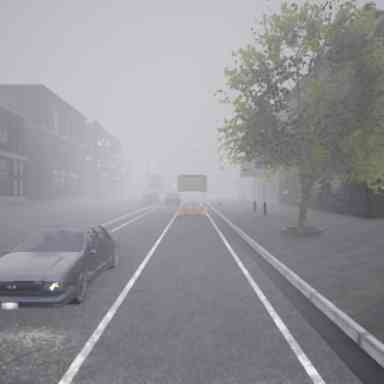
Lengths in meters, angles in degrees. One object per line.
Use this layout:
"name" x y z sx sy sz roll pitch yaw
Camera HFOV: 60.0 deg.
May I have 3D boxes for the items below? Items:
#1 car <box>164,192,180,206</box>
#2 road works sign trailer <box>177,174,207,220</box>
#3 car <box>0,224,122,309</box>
"car" -3.072 1.001 51.393 2.150 2.045 5.566 0 0 0
"road works sign trailer" 0.010 0.371 26.798 2.380 3.560 2.880 0 0 0
"car" -3.101 1.543 8.321 2.033 1.411 5.357 0 0 0
